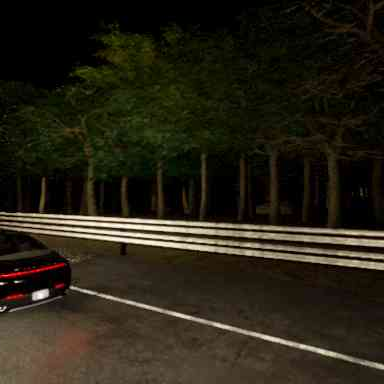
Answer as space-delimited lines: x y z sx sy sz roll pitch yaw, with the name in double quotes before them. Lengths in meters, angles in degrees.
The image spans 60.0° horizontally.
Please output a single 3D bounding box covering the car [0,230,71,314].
"car" -4.661 1.603 7.318 4.892 1.490 1.837 -1 0 36
